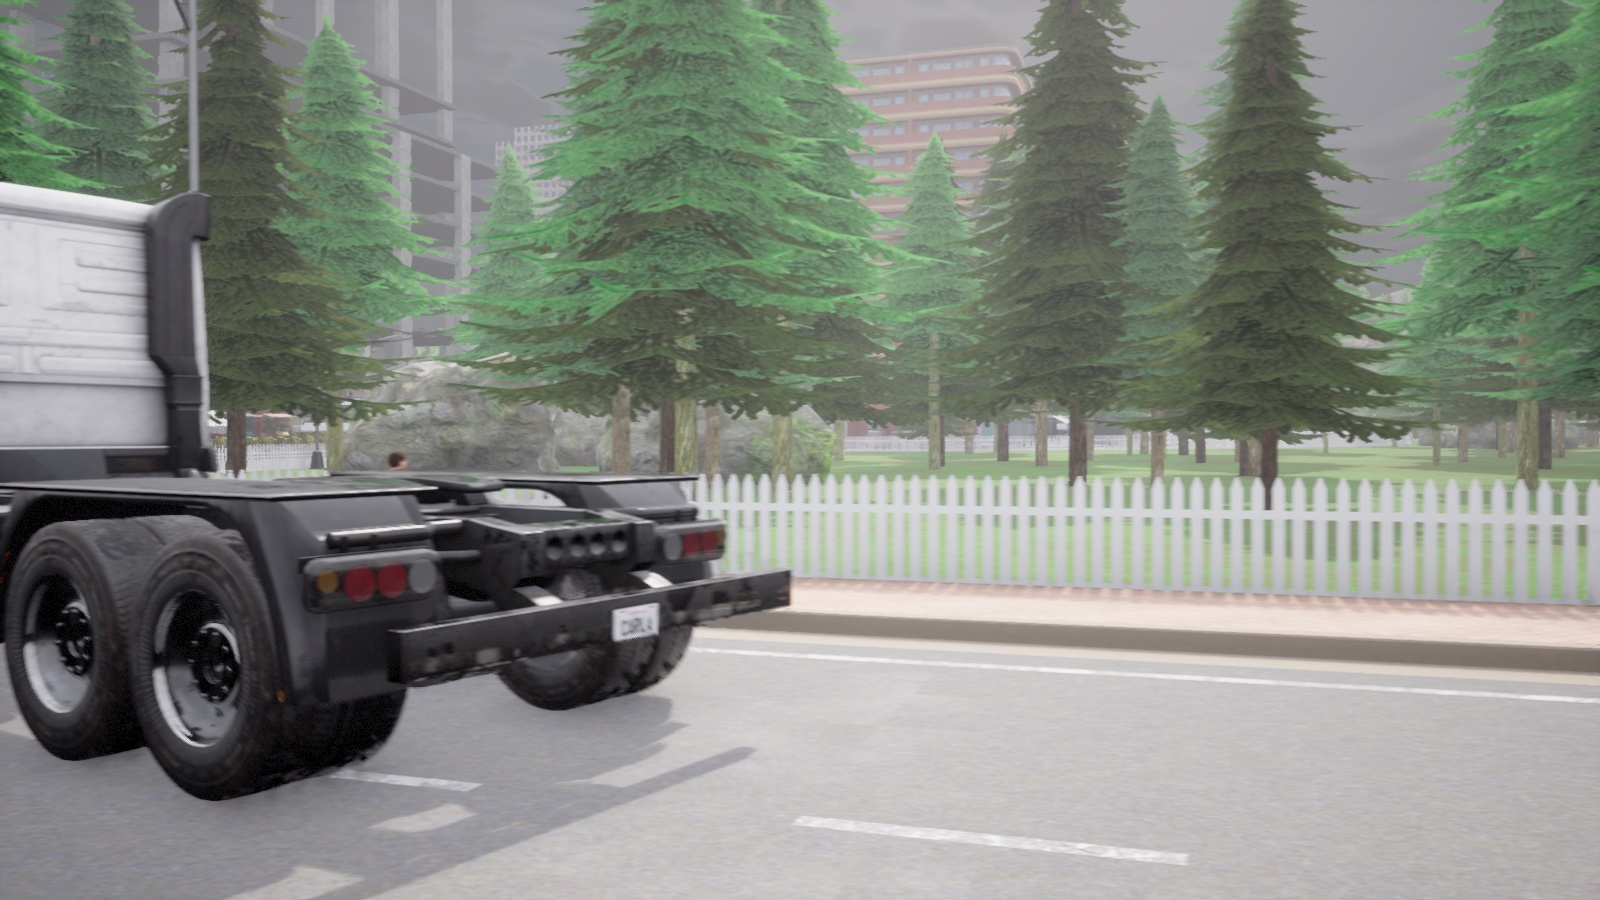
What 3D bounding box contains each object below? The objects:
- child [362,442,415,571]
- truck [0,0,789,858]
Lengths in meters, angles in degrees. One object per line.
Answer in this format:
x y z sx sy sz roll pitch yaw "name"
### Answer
-4.121 0.549 12.586 0.270 1.263 0.437 1 1 30 "child"
-4.177 -0.298 7.974 7.936 3.462 2.891 1 1 34 "truck"
